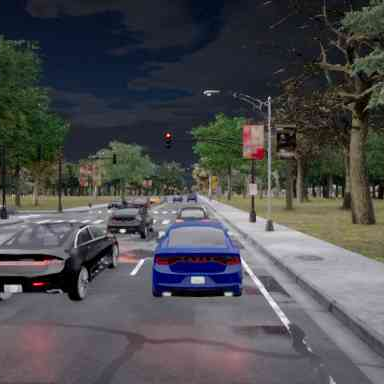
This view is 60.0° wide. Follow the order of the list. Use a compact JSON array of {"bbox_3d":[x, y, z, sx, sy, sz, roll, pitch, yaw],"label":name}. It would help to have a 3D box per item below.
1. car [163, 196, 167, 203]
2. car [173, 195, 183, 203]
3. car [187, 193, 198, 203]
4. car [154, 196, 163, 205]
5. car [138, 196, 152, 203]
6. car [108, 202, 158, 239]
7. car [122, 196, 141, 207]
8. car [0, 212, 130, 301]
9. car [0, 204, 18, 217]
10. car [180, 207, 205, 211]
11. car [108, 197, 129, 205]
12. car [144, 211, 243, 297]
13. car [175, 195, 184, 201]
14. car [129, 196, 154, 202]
[{"bbox_3d":[-6.433,1.565,72.281,2.128,1.511,4.902,0,0,0],"label":"car"},{"bbox_3d":[-3.182,1.519,73.526,1.882,1.535,5.008,0,0,0],"label":"car"},{"bbox_3d":[0.068,1.266,73.553,2.150,2.045,5.566,0,0,0],"label":"car"},{"bbox_3d":[-6.534,1.500,56.961,1.882,1.535,5.008,0,0,0],"label":"car"},{"bbox_3d":[-9.686,1.576,69.050,2.033,1.411,5.357,0,0,0],"label":"car"},{"bbox_3d":[-3.136,1.506,17.472,1.837,1.490,4.892,0,0,0],"label":"car"},{"bbox_3d":[-9.789,1.510,54.056,2.128,1.511,4.902,0,0,0],"label":"car"},{"bbox_3d":[-3.147,1.492,8.299,2.128,1.511,4.902,0,0,0],"label":"car"},{"bbox_3d":[-18.070,1.513,29.601,4.674,1.442,1.812,0,0,-1],"label":"car"},{"bbox_3d":[0.035,1.527,17.814,1.812,1.442,4.674,0,0,1],"label":"car"},{"bbox_3d":[-9.806,1.576,44.242,1.994,1.385,4.181,0,0,1],"label":"car"},{"bbox_3d":[0.110,1.478,8.615,1.882,1.535,5.008,0,0,0],"label":"car"},{"bbox_3d":[-3.172,1.474,83.941,2.033,1.411,5.357,0,0,0],"label":"car"},{"bbox_3d":[-6.557,1.489,43.531,1.882,1.535,5.008,0,0,0],"label":"car"}]
